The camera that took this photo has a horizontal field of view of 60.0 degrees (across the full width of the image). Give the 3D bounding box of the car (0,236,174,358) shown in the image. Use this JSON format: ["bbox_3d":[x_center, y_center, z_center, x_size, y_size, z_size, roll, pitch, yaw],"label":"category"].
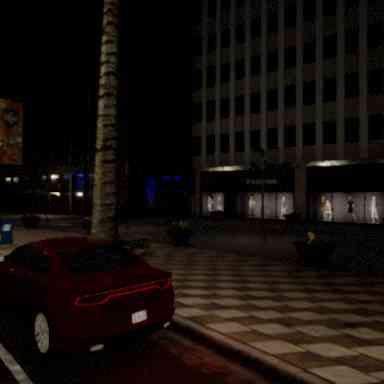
[{"bbox_3d":[-2.458,1.589,6.373,1.882,1.535,5.008,2,-2,-44],"label":"car"}]
